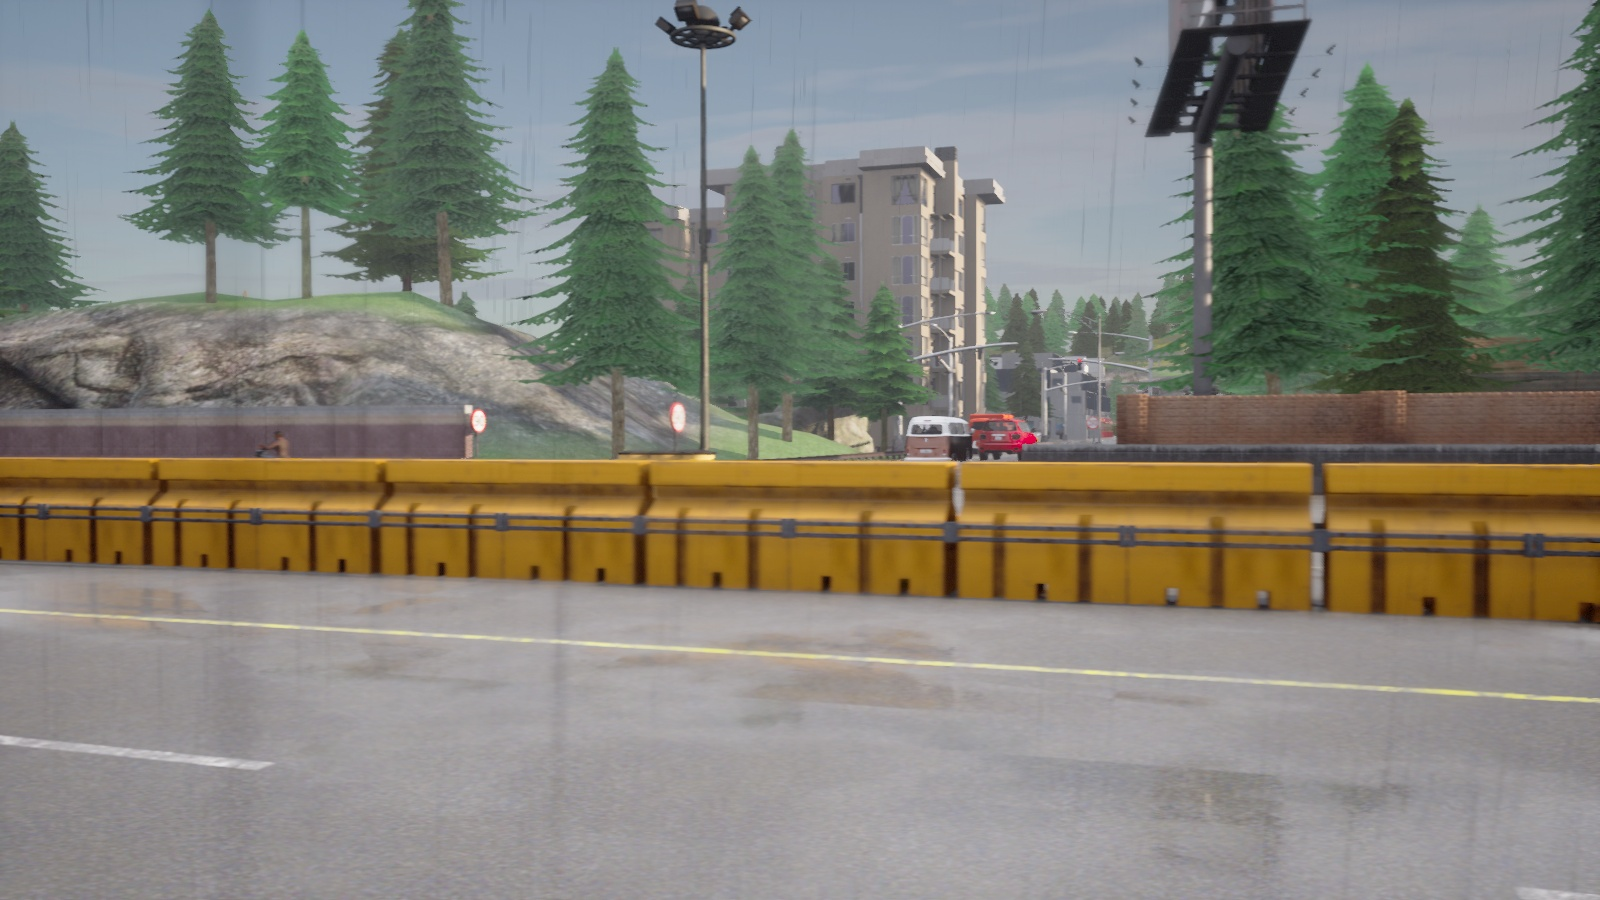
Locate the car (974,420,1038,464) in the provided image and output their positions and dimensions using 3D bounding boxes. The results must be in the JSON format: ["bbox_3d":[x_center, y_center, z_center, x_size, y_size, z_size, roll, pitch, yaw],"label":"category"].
[{"bbox_3d":[10.160,-0.423,61.608,2.150,2.045,5.566,1,1,20],"label":"car"}]

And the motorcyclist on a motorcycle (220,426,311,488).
[{"bbox_3d":[-14.403,0.181,33.824,2.350,1.649,0.766,0,0,18],"label":"motorcyclist on a motorcycle"}]

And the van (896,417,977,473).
[{"bbox_3d":[5.262,-0.215,47.769,2.069,2.038,4.480,1,1,20],"label":"van"}]

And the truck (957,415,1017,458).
[{"bbox_3d":[11.225,-0.837,75.096,2.627,2.467,5.204,0,1,19],"label":"truck"}]
